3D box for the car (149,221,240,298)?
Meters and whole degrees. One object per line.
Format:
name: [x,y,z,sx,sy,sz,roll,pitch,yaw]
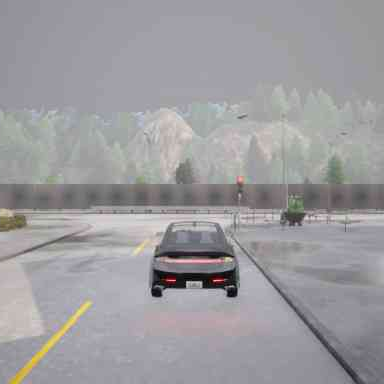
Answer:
car: [0.064,1.491,8.533,2.128,1.511,4.902,0,0,1]
